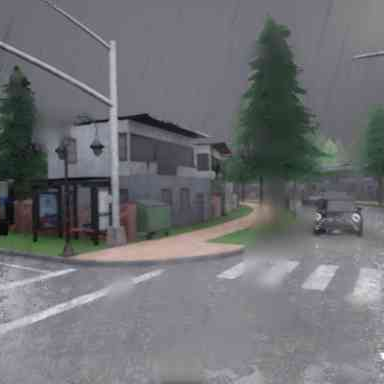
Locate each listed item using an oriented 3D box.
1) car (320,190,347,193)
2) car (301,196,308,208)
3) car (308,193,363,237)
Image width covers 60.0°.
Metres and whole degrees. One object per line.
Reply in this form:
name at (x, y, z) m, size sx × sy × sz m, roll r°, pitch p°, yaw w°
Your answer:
car at (10.883, 0.854, 25.442) m, size 2.150 × 2.045 × 5.566 m, roll -1°, pitch 1°, yaw 16°
car at (13.322, 1.085, 36.609) m, size 2.033 × 1.411 × 5.357 m, roll -1°, pitch 0°, yaw 7°
car at (7.220, 1.105, 16.484) m, size 2.097 × 1.767 × 4.553 m, roll -1°, pitch 0°, yaw 25°
